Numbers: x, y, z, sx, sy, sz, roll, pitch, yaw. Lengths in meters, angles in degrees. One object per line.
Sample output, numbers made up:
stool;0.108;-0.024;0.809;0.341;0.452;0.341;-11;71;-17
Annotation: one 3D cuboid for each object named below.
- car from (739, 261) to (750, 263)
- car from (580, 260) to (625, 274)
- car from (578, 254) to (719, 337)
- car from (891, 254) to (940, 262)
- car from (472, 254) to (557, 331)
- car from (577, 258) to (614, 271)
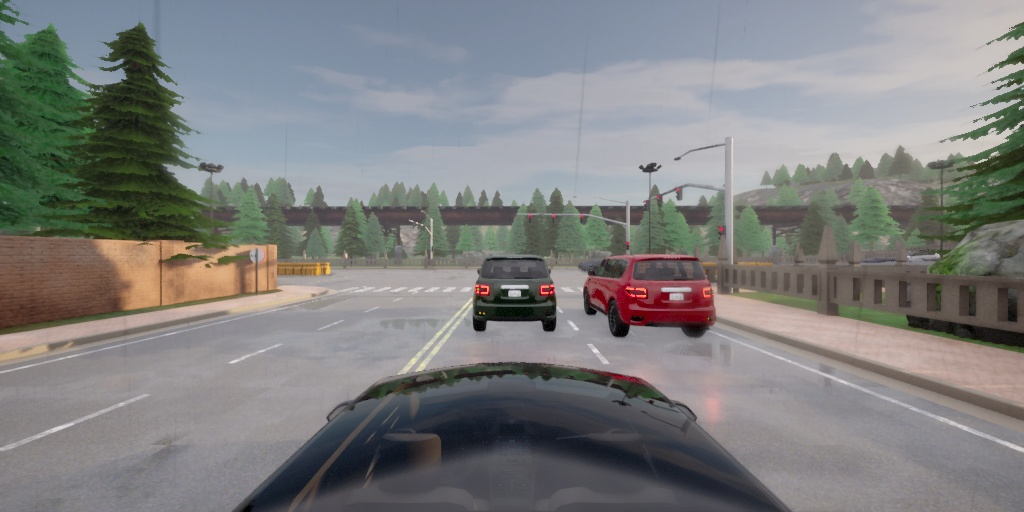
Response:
car;26.474;1.298;42.117;5.357;1.411;2.033;0;0;0
car;10.607;1.256;42.198;4.892;1.490;1.837;0;0;0
car;3.569;0.971;10.409;2.150;2.045;5.566;0;0;0
car;48.113;0.892;42.044;4.718;1.301;1.895;-3;0;1
car;0.069;0.971;11.086;2.150;2.045;5.566;0;0;0
car;11.388;1.101;49.195;4.553;1.767;2.097;0;0;0
